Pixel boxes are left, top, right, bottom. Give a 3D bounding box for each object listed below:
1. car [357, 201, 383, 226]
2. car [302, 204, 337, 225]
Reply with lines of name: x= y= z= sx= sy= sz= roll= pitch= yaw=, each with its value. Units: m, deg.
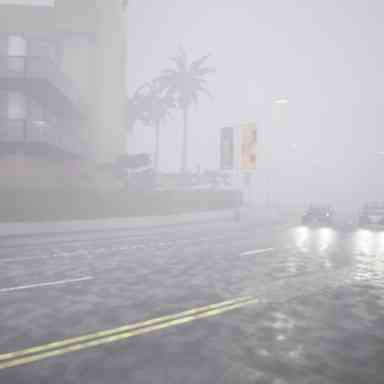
car: x=12.252 y=1.470 z=22.277 sx=2.128 sy=1.511 sz=4.902 roll=1 pitch=0 yaw=28
car: x=9.162 y=1.546 z=23.839 sx=1.895 sy=1.301 sz=4.718 roll=1 pitch=0 yaw=28
